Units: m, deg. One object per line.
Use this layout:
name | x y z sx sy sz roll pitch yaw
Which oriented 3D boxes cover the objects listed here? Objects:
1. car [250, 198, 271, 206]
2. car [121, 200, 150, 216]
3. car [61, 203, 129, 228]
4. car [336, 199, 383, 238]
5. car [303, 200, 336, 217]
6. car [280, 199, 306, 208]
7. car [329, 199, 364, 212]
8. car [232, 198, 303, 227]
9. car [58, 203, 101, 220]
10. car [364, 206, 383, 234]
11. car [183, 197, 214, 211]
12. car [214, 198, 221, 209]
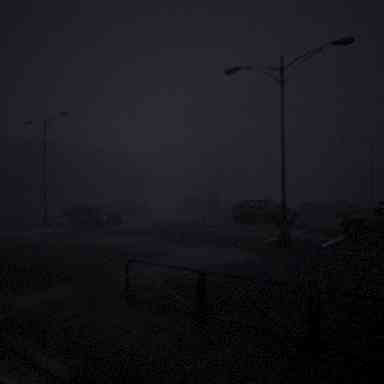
car | 13.212 1.979 64.220 3.633 1.501 1.845 -1 -1 36
car | -6.984 1.725 36.515 5.027 1.636 2.152 -1 -1 36
car | -7.062 1.764 24.026 4.514 1.523 2.007 -1 -1 36
car | 9.475 1.312 16.319 3.866 1.878 1.905 -1 -1 36
car | 13.102 1.641 33.226 4.514 1.523 2.007 -1 -1 36
car | 17.399 1.890 57.408 3.806 1.475 1.970 -1 -1 36
car | 19.087 1.671 41.229 3.633 1.501 1.845 -1 -1 36
car | 5.111 1.438 23.644 4.605 1.855 1.932 -1 -1 36
car | -10.545 1.793 31.166 3.806 1.475 1.970 -1 -1 36
car | 11.948 1.591 18.624 3.806 1.475 1.970 -1 -1 36
car | 0.634 1.659 46.795 3.866 1.878 1.905 -1 -1 36
car | 2.033 1.688 49.375 4.605 1.855 1.932 -1 -1 36
